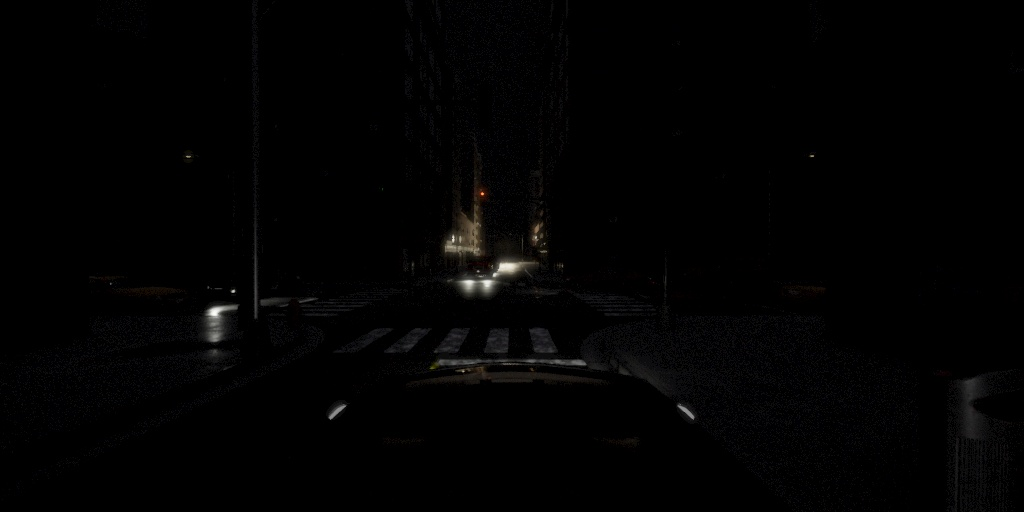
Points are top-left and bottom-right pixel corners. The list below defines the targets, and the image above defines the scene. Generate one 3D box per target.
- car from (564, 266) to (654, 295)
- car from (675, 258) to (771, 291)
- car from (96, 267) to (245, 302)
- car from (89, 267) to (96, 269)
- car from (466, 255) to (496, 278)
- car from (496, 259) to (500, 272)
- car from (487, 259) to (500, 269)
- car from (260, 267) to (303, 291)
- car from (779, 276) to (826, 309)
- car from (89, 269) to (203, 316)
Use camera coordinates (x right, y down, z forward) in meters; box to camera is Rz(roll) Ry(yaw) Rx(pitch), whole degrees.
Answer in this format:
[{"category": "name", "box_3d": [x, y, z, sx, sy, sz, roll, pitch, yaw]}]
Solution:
[{"category": "car", "box_3d": [5.160, 1.257, 19.366, 4.674, 1.442, 1.812, 0, 1, 16]}, {"category": "car", "box_3d": [12.316, 1.032, 20.974, 5.009, 1.841, 2.192, 0, 0, 0]}, {"category": "car", "box_3d": [-14.408, 1.271, 15.484, 4.892, 1.490, 1.837, 0, 0, 1]}, {"category": "car", "box_3d": [-25.392, 1.314, 20.956, 4.313, 1.339, 1.948, 0, 0, 0]}, {"category": "car", "box_3d": [-2.907, 0.963, 33.542, 2.150, 2.045, 5.566, 0, 0, 0]}, {"category": "car", "box_3d": [-2.925, 0.957, 44.680, 2.150, 2.045, 5.566, 0, 0, 0]}, {"category": "car", "box_3d": [-2.929, 1.226, 57.668, 1.837, 1.490, 4.892, 0, 0, 0]}, {"category": "car", "box_3d": [-14.567, 1.306, 20.961, 4.313, 1.339, 1.948, 0, 0, 0]}, {"category": "car", "box_3d": [12.481, 1.280, 12.949, 4.829, 1.417, 1.751, 0, 0, 0]}, {"category": "car", "box_3d": [-14.402, 1.304, 12.936, 4.829, 1.417, 1.751, 0, 0, 0]}]
